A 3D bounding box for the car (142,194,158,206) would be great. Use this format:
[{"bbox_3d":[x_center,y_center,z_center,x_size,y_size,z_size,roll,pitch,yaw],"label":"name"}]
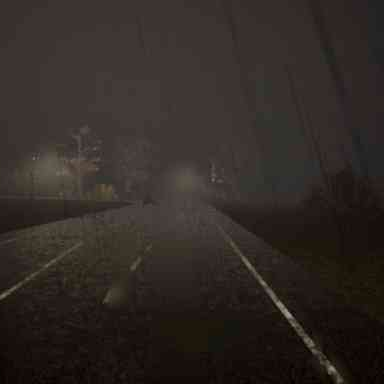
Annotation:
[{"bbox_3d":[-7.035,1.323,56.433,2.150,2.045,5.566,0,0,0],"label":"car"}]
